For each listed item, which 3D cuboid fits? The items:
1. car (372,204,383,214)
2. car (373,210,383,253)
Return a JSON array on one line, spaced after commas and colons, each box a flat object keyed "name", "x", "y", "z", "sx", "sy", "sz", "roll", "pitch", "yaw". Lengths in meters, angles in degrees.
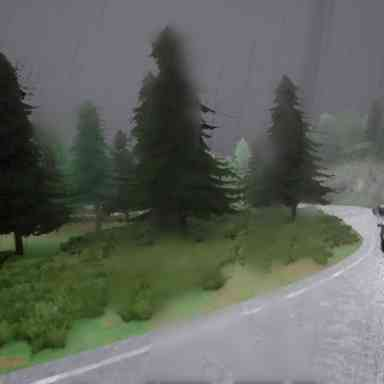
[{"name": "car", "x": 23.906, "y": 2.239, "z": 41.390, "sx": 1.882, "sy": 1.535, "sz": 5.008, "roll": -4, "pitch": -2, "yaw": 16}, {"name": "car", "x": 9.280, "y": 1.728, "z": 14.435, "sx": 2.128, "sy": 1.511, "sz": 4.902, "roll": -3, "pitch": -3, "yaw": 31}]
